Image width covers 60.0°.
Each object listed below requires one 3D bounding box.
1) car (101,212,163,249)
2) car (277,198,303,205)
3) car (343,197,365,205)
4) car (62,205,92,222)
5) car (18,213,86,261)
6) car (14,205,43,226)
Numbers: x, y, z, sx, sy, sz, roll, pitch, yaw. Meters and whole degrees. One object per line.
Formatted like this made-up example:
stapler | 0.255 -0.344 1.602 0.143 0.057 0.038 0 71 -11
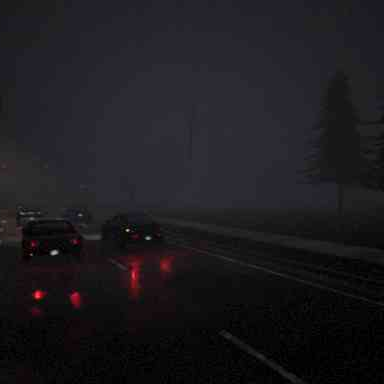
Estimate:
car | -2.825 1.642 15.206 1.812 1.442 4.674 0 0 -28
car | 18.221 1.778 61.813 4.718 1.301 1.895 0 0 -27
car | 28.853 1.580 59.472 4.674 1.442 1.812 0 -1 -27
car | -9.784 1.829 28.061 1.994 1.385 4.181 0 0 -28
car | -5.598 1.733 12.965 1.895 1.301 4.718 0 0 -28
car | -12.881 1.779 26.373 2.128 1.511 4.902 0 0 -29
